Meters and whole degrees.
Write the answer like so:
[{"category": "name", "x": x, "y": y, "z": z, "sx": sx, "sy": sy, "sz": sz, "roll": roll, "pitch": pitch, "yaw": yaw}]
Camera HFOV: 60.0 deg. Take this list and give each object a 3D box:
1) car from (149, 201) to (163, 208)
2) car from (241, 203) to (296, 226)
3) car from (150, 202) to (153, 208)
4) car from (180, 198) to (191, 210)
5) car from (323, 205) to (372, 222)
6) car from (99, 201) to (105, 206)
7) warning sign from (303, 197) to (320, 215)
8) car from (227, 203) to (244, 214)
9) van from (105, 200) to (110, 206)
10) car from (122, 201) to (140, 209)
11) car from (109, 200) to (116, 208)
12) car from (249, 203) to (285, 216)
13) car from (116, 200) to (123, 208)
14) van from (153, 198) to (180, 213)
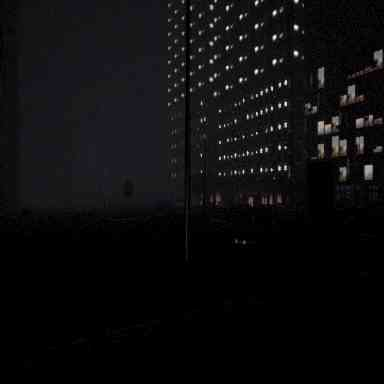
[{"category": "car", "x": -8.213, "y": 2.808, "z": 75.171, "sx": 1.802, "sy": 1.307, "sz": 4.206, "roll": -1, "pitch": -1, "yaw": -26}, {"category": "car", "x": 6.150, "y": 1.813, "z": 25.916, "sx": 2.008, "sy": 1.369, "sz": 4.403, "roll": -1, "pitch": -1, "yaw": -26}, {"category": "car", "x": -7.023, "y": 2.538, "z": 66.729, "sx": 1.882, "sy": 1.535, "sz": 5.008, "roll": 0, "pitch": -1, "yaw": -26}, {"category": "car", "x": -2.056, "y": 2.071, "z": 56.396, "sx": 2.150, "sy": 2.045, "sz": 5.566, "roll": 0, "pitch": -1, "yaw": -25}, {"category": "car", "x": 13.704, "y": 1.854, "z": 29.544, "sx": 2.008, "sy": 1.369, "sz": 4.403, "roll": -1, "pitch": -1, "yaw": -26}, {"category": "car", "x": -23.073, "y": 3.053, "z": 86.751, "sx": 1.887, "sy": 1.381, "sz": 4.507, "roll": -1, "pitch": -1, "yaw": -26}, {"category": "warning sign", "x": 13.068, "y": 1.544, "z": 36.424, "sx": 1.300, "sy": 1.860, "sz": 1.060, "roll": 1, "pitch": -1, "yaw": -26}, {"category": "car", "x": 6.398, "y": 2.168, "z": 44.754, "sx": 1.947, "sy": 1.339, "sz": 4.313, "roll": -1, "pitch": -1, "yaw": -26}, {"category": "van", "x": -18.206, "y": 2.634, "z": 76.615, "sx": 1.690, "sy": 1.788, "sz": 3.998, "roll": -1, "pitch": -1, "yaw": -26}, {"category": "car", "x": -10.897, "y": 2.525, "z": 61.404, "sx": 2.008, "sy": 1.369, "sz": 4.403, "roll": -1, "pitch": -1, "yaw": -26}, {"category": "car", "x": -15.768, "y": 2.731, "z": 71.544, "sx": 1.887, "sy": 1.381, "sz": 4.507, "roll": -1, "pitch": -1, "yaw": -26}, {"category": "car", "x": 8.834, "y": 2.068, "z": 39.684, "sx": 1.947, "sy": 1.339, "sz": 4.313, "roll": -1, "pitch": -1, "yaw": -26}, {"category": "car", "x": -13.259, "y": 2.602, "z": 66.321, "sx": 1.752, "sy": 1.417, "sz": 4.829, "roll": -1, "pitch": -1, "yaw": -26}, {"category": "van", "x": -3.595, "y": 2.005, "z": 46.198, "sx": 1.690, "sy": 1.788, "sz": 3.998, "roll": -1, "pitch": -1, "yaw": -26}]
